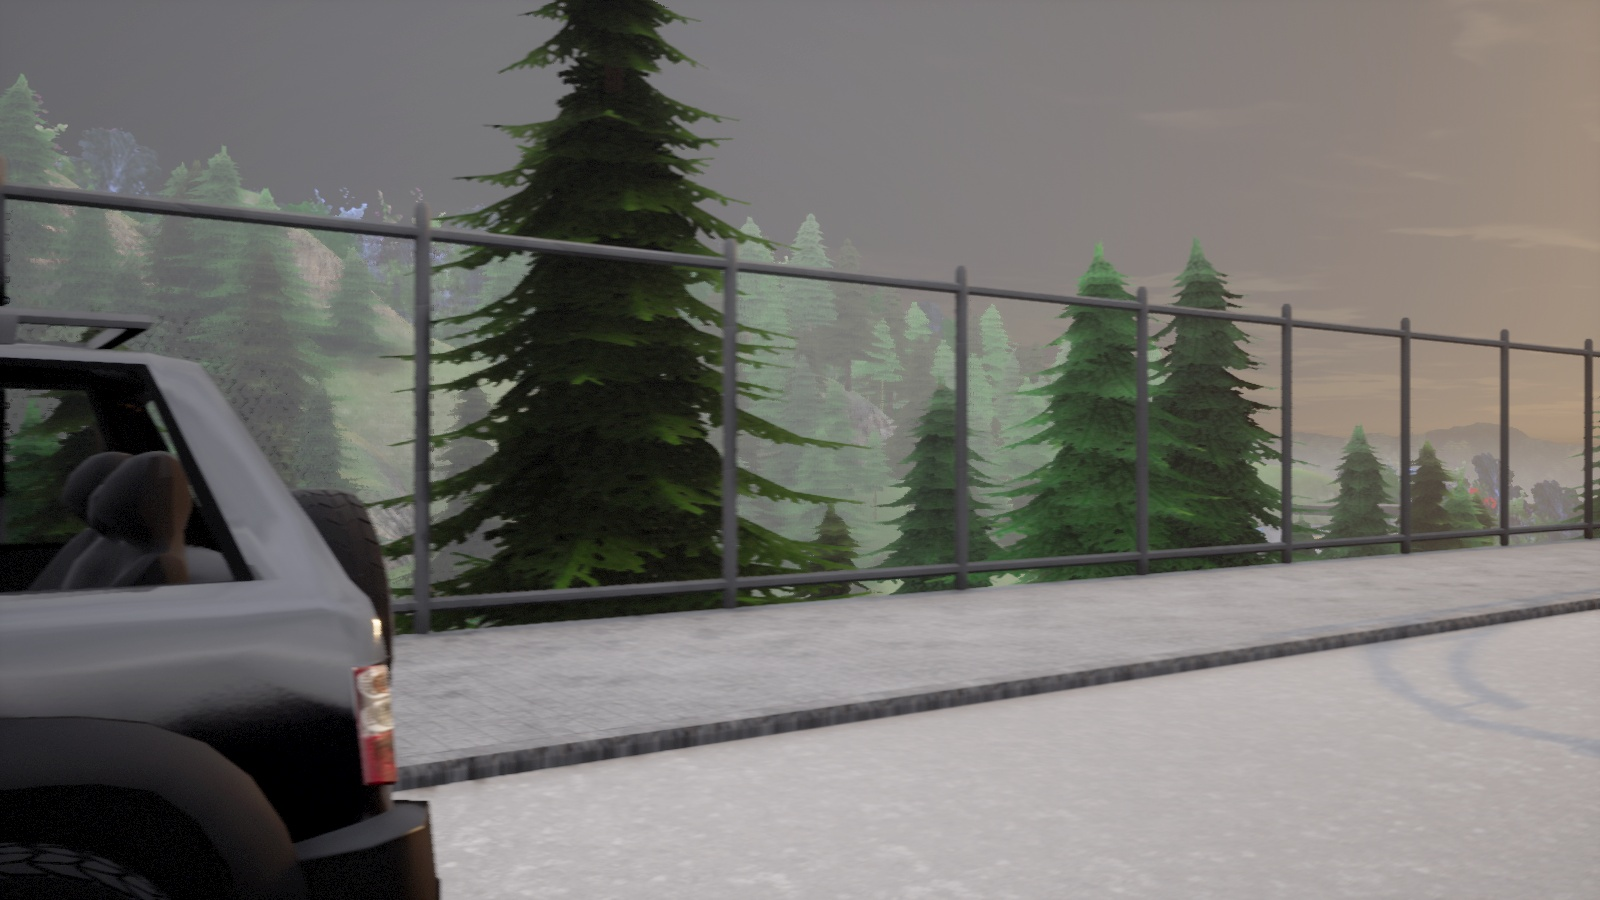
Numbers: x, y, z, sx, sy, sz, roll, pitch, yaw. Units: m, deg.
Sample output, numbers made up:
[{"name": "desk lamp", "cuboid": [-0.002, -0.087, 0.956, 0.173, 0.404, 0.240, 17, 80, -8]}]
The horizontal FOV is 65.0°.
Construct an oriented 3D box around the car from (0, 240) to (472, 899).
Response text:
[{"name": "car", "cuboid": [-3.124, 0.573, 2.092, 4.605, 1.855, 1.932, 0, 0, -35]}]
